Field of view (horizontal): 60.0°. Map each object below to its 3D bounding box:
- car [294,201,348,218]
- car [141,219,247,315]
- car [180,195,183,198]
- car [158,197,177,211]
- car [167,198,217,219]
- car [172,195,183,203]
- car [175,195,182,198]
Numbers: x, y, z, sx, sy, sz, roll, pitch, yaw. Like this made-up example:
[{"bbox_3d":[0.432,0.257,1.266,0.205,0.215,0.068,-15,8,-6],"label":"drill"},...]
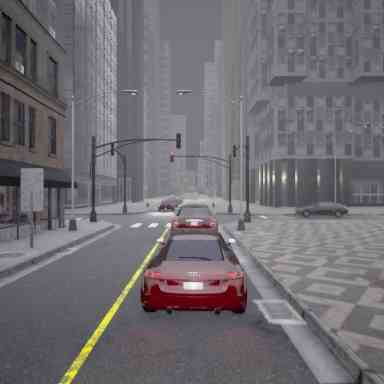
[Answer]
[{"bbox_3d":[11.751,1.559,30.344,4.674,1.442,1.812,0,0,1],"label":"car"},{"bbox_3d":[0.086,1.569,7.677,1.994,1.385,4.181,0,0,2],"label":"car"},{"bbox_3d":[-3.051,1.603,60.723,1.812,1.442,4.674,0,0,0],"label":"car"},{"bbox_3d":[-3.084,1.646,41.304,1.895,1.301,4.718,0,0,0],"label":"car"},{"bbox_3d":[0.156,1.365,16.297,2.097,1.767,4.553,0,0,2],"label":"car"},{"bbox_3d":[-2.979,1.452,70.955,2.097,1.767,4.553,0,0,0],"label":"car"},{"bbox_3d":[-3.078,1.608,50.956,2.033,1.411,5.357,0,0,0],"label":"car"}]
